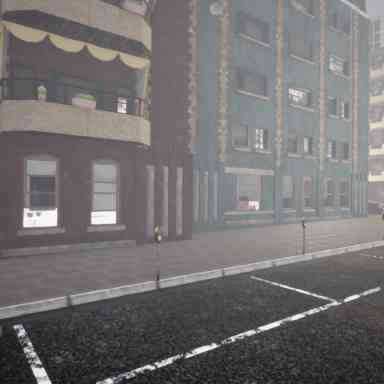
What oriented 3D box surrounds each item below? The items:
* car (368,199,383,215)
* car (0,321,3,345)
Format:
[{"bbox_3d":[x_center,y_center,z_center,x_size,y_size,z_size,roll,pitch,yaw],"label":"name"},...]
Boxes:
[{"bbox_3d":[16.127,1.240,32.629,2.192,1.841,5.009,1,0,-36],"label":"car"},{"bbox_3d":[-4.210,1.566,3.086,4.313,1.339,1.947,0,1,-35],"label":"car"}]
